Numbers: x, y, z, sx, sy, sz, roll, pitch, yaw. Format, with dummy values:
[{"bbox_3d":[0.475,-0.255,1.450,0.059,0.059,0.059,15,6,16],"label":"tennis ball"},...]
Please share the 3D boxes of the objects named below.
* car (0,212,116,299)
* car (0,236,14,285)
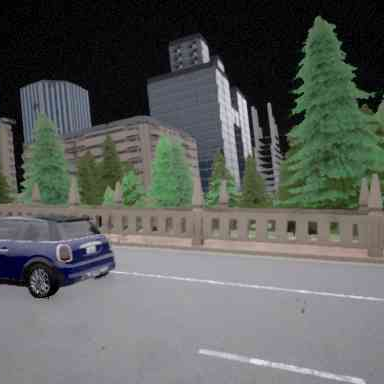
[{"bbox_3d":[-4.299,1.371,8.525,4.553,1.767,2.097,0,0,22],"label":"car"},{"bbox_3d":[-5.551,1.510,5.255,4.902,1.511,2.128,0,0,22],"label":"car"}]
